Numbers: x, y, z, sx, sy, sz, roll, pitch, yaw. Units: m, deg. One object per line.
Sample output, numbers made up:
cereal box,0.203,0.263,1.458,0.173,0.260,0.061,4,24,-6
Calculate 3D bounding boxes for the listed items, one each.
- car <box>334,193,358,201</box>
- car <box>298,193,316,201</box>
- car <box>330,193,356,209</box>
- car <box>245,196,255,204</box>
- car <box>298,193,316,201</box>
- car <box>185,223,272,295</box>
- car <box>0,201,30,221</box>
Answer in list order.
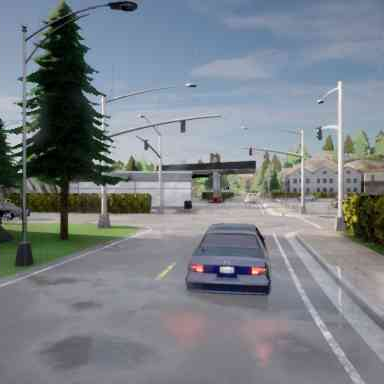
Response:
car,34.568,1.097,74.643,4.605,1.855,1.932,0,0,10
car,27.398,1.077,79.257,3.866,1.878,1.905,0,0,10
car,20.262,1.330,42.355,5.027,1.636,2.152,0,0,10
car,11.231,1.526,64.763,1.812,1.442,4.674,0,0,10
car,26.214,1.361,76.091,3.806,1.475,1.970,0,0,10
car,1.093,1.547,8.884,2.033,1.411,5.357,0,0,10
car,-15.737,1.492,27.210,4.902,1.511,2.128,0,0,10
